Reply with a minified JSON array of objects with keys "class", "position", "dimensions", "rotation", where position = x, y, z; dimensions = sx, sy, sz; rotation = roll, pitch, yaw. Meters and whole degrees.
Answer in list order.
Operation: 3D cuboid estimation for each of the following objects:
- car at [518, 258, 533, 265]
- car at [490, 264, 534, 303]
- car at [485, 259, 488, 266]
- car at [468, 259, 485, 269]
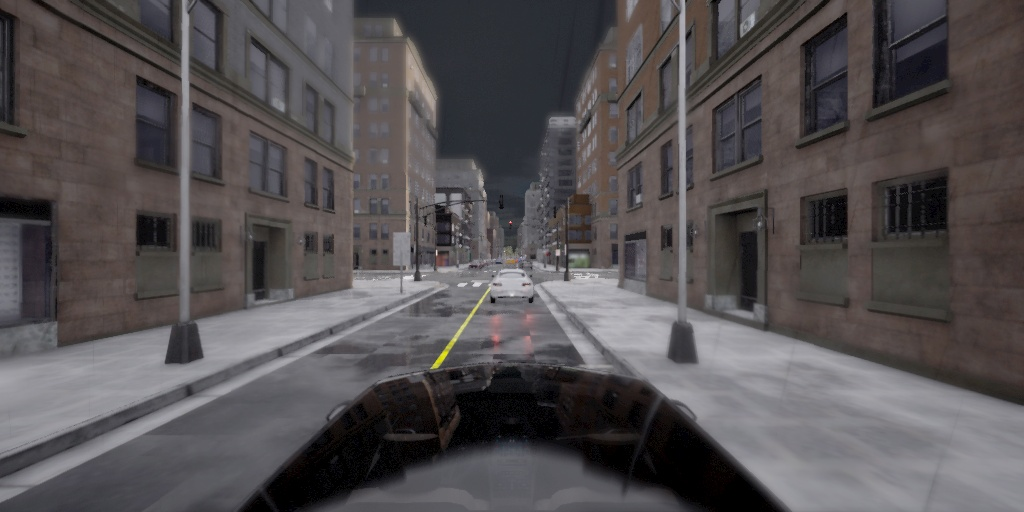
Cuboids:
[{"class":"car","position":[2.329,1.367,55.678],"dimensions":[1.948,1.339,4.313],"rotation":[0,0,0]},{"class":"car","position":[0.000,1.285,16.500],"dimensions":[1.812,1.442,4.674],"rotation":[0,0,0]},{"class":"car","position":[-5.690,1.252,61.197],"dimensions":[1.967,1.591,4.097],"rotation":[0,0,0]},{"class":"car","position":[-5.696,1.241,55.686],"dimensions":[1.967,1.591,4.097],"rotation":[0,0,0]}]
